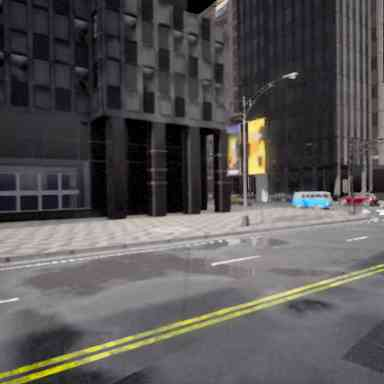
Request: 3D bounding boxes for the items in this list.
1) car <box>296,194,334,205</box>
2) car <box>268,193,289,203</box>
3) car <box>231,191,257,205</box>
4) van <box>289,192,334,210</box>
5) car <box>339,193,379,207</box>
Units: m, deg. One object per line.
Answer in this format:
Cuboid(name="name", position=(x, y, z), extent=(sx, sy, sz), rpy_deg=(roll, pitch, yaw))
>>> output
Cuboid(name="car", position=(15.961, 0.909, 43.230), extent=(1.947, 1.339, 4.313), rpy_deg=(-1, 1, -35))
Cuboid(name="car", position=(12.708, 0.843, 47.820), extent=(2.008, 1.369, 4.403), rpy_deg=(-1, 1, -35))
Cuboid(name="car", position=(5.851, 0.981, 42.753), extent=(1.752, 1.417, 4.829), rpy_deg=(-1, 1, -35))
Cuboid(name="van", position=(12.256, 0.896, 33.711), extent=(1.690, 1.788, 3.998), rpy_deg=(-1, 1, -35))
Cuboid(name="car", position=(19.212, 0.833, 38.640), extent=(1.967, 1.590, 4.097), rpy_deg=(-1, 1, -35))
